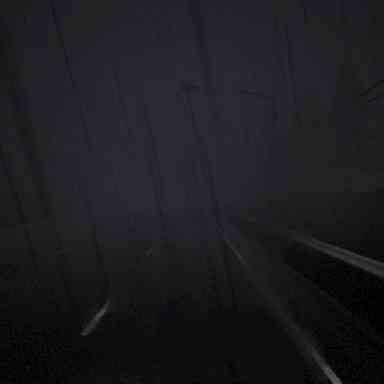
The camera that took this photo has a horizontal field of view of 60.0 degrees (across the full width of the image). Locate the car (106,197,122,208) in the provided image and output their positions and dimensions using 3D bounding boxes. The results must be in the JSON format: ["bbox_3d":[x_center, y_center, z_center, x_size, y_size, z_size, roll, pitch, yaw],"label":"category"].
[{"bbox_3d":[-13.707,1.914,58.151,2.150,2.045,5.566,0,-1,0],"label":"car"}]

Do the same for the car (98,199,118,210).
[{"bbox_3d":[-13.549,2.231,53.018,1.895,1.301,4.718,0,-1,-2],"label":"car"}]
